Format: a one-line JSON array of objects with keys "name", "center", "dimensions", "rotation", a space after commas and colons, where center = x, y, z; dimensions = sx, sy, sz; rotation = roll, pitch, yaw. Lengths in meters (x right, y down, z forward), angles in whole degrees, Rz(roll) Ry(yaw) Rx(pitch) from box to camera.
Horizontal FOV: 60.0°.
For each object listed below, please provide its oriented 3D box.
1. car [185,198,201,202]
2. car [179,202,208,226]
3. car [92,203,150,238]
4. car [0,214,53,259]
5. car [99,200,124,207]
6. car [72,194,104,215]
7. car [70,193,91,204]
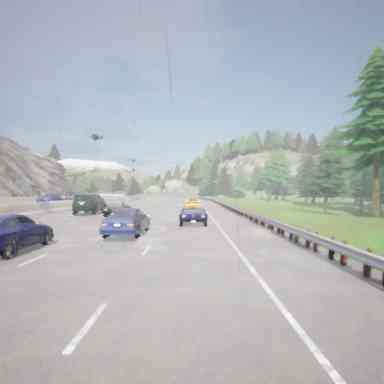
[{"name": "car", "center": [0.091, 1.479, 41.585], "dimensions": [1.882, 1.535, 5.008], "rotation": [0, 0, 0]}, {"name": "car", "center": [0.093, 1.602, 23.567], "dimensions": [1.895, 1.301, 4.718], "rotation": [0, 0, 0]}, {"name": "car", "center": [-3.405, 1.548, 17.608], "dimensions": [2.033, 1.411, 5.357], "rotation": [0, 0, 0]}, {"name": "car", "center": [-6.903, 1.525, 12.396], "dimensions": [1.812, 1.442, 4.674], "rotation": [0, 0, 0]}, {"name": "car", "center": [-6.909, 1.601, 31.126], "dimensions": [1.895, 1.301, 4.718], "rotation": [0, 0, 0]}, {"name": "car", "center": [-10.410, 1.222, 33.986], "dimensions": [2.150, 2.045, 5.566], "rotation": [0, 0, 0]}, {"name": "car", "center": [-21.023, 1.223, 63.096], "dimensions": [2.150, 2.045, 5.566], "rotation": [0, 0, 0]}]
